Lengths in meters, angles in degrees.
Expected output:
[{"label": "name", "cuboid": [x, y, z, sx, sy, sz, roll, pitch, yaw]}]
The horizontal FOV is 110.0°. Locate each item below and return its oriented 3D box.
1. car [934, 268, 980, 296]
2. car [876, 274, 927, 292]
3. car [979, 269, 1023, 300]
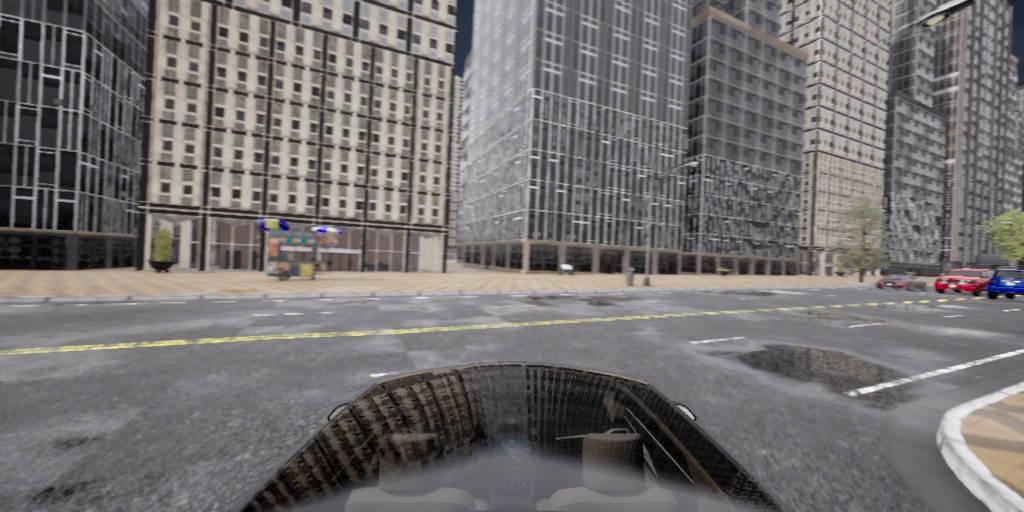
[{"label": "car", "cuboid": [35.933, 2.009, 28.276, 5.566, 2.045, 2.150, 2, 0, -24]}, {"label": "car", "cuboid": [33.317, 2.259, 30.686, 4.181, 1.385, 1.994, 2, 0, -24]}, {"label": "car", "cuboid": [34.020, 1.962, 23.788, 5.566, 2.045, 2.150, 2, 0, -24]}]
